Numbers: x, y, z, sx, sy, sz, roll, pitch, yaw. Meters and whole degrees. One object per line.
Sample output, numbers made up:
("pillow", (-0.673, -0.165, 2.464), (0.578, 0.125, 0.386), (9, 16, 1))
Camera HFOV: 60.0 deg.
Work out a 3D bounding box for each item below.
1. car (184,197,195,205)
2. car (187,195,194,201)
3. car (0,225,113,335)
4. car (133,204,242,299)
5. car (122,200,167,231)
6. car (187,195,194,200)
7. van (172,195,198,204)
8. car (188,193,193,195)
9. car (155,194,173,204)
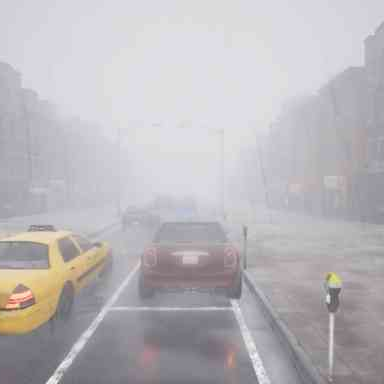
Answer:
("car", (-0.397, 1.562, 58.737), (1.802, 1.307, 4.206), (-1, 0, 0))
("car", (-0.398, 1.541, 86.399), (1.947, 1.339, 4.313), (-1, 0, 0))
("car", (-3.021, 1.453, 6.988), (1.801, 1.575, 5.366), (0, 0, 0))
("car", (-0.033, 1.349, 8.622), (2.097, 1.767, 4.553), (0, 0, 0))
("car", (-2.966, 1.482, 20.226), (2.128, 1.511, 4.902), (0, 0, 0))
("car", (-0.397, 1.541, 91.932), (1.947, 1.339, 4.313), (-1, 0, 0))
("van", (-0.403, 1.331, 25.542), (1.690, 1.788, 3.998), (-1, 0, 0))
("car", (-0.404, 1.302, 36.607), (2.192, 1.841, 5.009), (-1, 0, 0))
("car", (-2.954, 1.210, 36.900), (2.150, 2.045, 5.566), (0, 0, 0))
